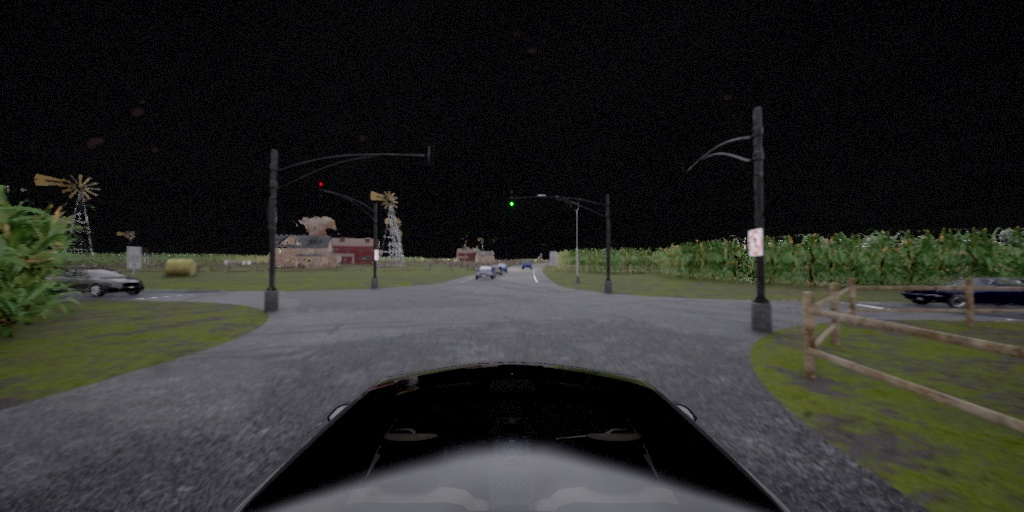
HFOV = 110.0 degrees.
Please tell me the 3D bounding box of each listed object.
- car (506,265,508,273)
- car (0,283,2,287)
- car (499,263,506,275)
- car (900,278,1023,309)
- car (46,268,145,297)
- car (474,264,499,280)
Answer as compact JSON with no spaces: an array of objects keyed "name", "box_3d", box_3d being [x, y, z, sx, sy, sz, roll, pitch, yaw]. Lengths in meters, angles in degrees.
[{"name":"car","box_3d":[-1.709,1.971,59.165,1.882,1.535,5.008,0,-1,3]},{"name":"car","box_3d":[-32.925,1.440,21.474,4.902,1.511,2.128,0,-2,9]},{"name":"car","box_3d":[-2.316,1.928,48.825,1.994,1.385,4.181,0,-1,4]},{"name":"car","box_3d":[20.295,1.589,15.598,4.718,1.301,1.895,0,-2,9]},{"name":"car","box_3d":[-23.085,1.446,19.879,4.892,1.490,1.837,0,-2,9]},{"name":"car","box_3d":[-2.796,1.763,38.817,1.812,1.442,4.674,0,-1,2]}]
